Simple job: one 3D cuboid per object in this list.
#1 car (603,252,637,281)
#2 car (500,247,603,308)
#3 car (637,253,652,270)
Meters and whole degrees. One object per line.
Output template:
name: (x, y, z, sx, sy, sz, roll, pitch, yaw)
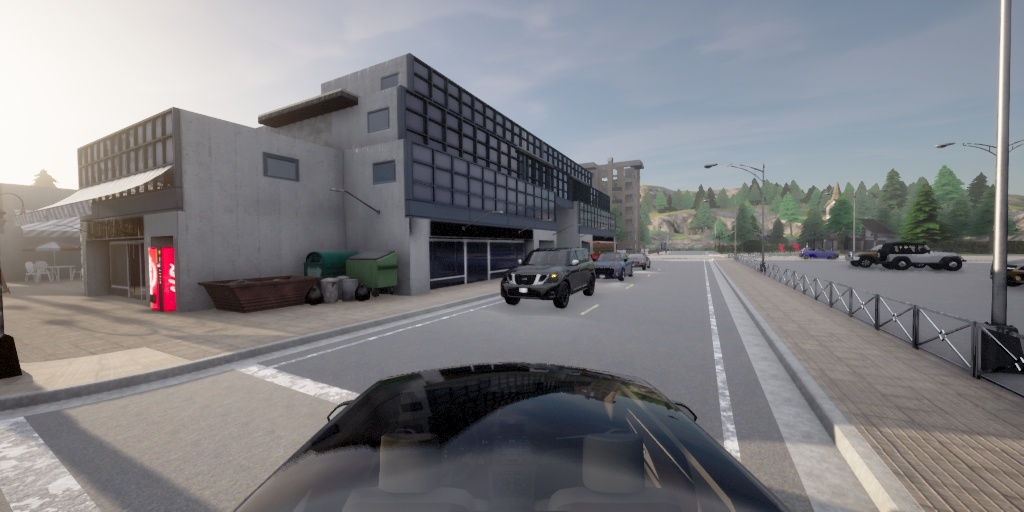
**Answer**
car: (6.267, 0.539, 22.671, 2.097, 1.767, 4.553, 0, 2, 28)
car: (1.656, 0.679, 13.983, 2.150, 2.045, 5.566, 0, 1, 28)
car: (11.068, 0.431, 31.707, 1.812, 1.442, 4.674, 0, 2, 28)
